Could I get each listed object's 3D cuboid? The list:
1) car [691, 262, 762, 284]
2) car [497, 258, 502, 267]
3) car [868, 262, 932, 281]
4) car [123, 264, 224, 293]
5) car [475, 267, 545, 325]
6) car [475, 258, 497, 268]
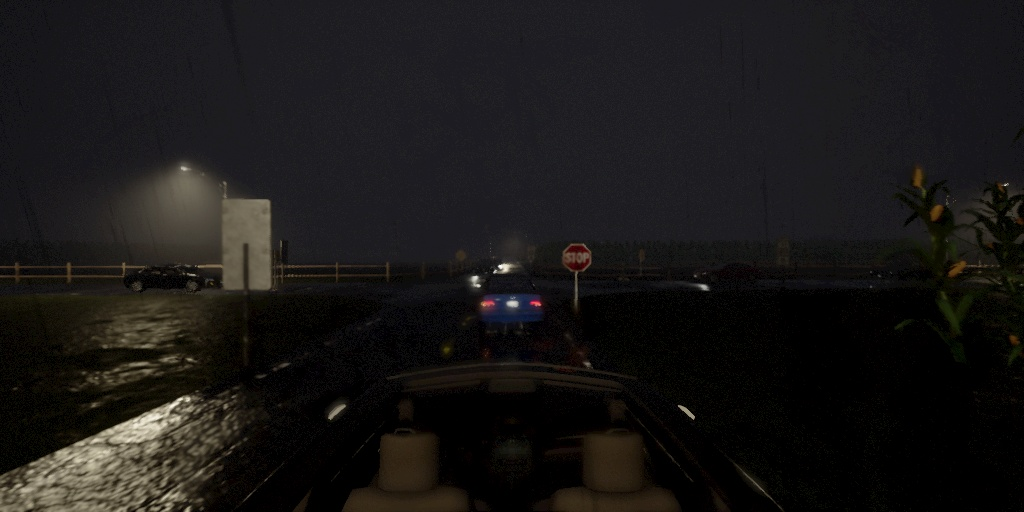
[{"bbox_3d":[15.144,1.137,25.355,4.674,1.442,1.812,0,1,-7],"label":"car"},{"bbox_3d":[-2.849,1.096,49.804,1.994,1.385,4.181,0,0,0],"label":"car"},{"bbox_3d":[30.230,1.134,27.265,5.357,1.411,2.033,0,1,-8],"label":"car"},{"bbox_3d":[-18.619,1.220,20.032,4.892,1.490,1.837,0,1,-2],"label":"car"},{"bbox_3d":[-0.166,1.256,11.617,2.033,1.411,5.357,0,0,-4],"label":"car"},{"bbox_3d":[-2.815,1.069,37.578,1.882,1.535,5.008,0,0,-1],"label":"car"}]
